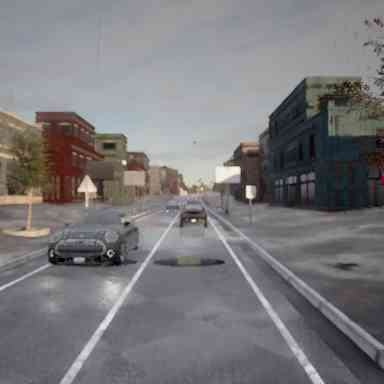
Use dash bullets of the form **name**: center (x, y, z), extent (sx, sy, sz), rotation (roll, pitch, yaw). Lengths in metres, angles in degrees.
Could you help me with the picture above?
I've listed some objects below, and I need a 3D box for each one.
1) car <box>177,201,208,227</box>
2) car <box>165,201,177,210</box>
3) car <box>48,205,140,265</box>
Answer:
- **car**: center (0.106, 1.600, 23.696), extent (1.837, 1.490, 4.892), rotation (0, 0, 0)
- **car**: center (-3.055, 2.103, 52.025), extent (1.812, 1.442, 4.674), rotation (0, -1, 0)
- **car**: center (-3.097, 1.348, 11.383), extent (2.097, 1.767, 4.553), rotation (0, -2, 0)
